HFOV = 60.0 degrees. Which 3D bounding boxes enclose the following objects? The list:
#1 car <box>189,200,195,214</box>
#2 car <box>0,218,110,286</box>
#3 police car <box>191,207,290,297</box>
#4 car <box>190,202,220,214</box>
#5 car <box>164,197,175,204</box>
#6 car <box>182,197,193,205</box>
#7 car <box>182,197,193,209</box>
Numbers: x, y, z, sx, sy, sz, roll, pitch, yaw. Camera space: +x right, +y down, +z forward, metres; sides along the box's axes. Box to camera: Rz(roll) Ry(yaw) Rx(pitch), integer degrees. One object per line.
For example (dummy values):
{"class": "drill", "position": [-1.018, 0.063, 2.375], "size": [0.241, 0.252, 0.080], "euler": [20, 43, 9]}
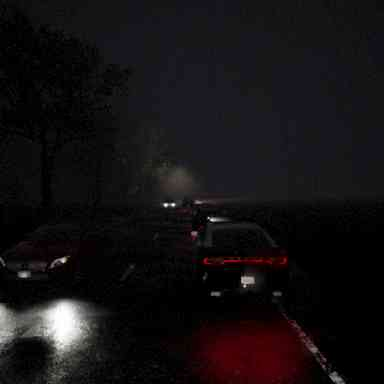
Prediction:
{"class": "car", "position": [0.881, 1.535, 24.637], "size": [1.812, 1.442, 4.674], "euler": [0, 0, -1]}
{"class": "car", "position": [-3.645, 1.527, 9.527], "size": [1.812, 1.442, 4.674], "euler": [0, 0, 0]}
{"class": "police car", "position": [1.015, 1.426, 8.732], "size": [1.930, 1.638, 5.238], "euler": [0, 0, 0]}
{"class": "car", "position": [0.942, 1.511, 18.631], "size": [1.837, 1.490, 4.892], "euler": [0, 0, -1]}
{"class": "car", "position": [-4.441, 1.655, 65.864], "size": [1.895, 1.301, 4.718], "euler": [0, 0, -2]}
{"class": "car", "position": [-0.820, 1.613, 61.895], "size": [1.994, 1.385, 4.181], "euler": [0, 0, -1]}
{"class": "car", "position": [-0.478, 1.631, 46.929], "size": [1.895, 1.301, 4.718], "euler": [0, 0, -1]}
